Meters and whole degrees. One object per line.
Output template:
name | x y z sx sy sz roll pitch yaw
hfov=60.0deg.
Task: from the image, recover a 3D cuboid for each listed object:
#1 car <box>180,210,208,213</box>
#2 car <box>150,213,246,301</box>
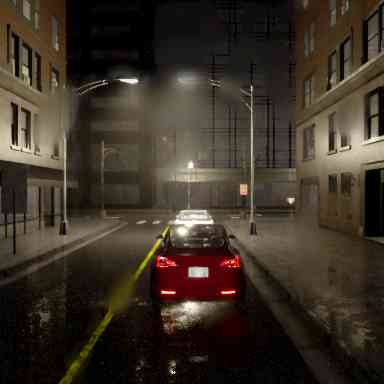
car | 0.100 1.602 17.417 1.895 1.301 4.718 0 0 0
car | 0.109 1.504 8.401 2.163 1.488 4.792 0 0 0
